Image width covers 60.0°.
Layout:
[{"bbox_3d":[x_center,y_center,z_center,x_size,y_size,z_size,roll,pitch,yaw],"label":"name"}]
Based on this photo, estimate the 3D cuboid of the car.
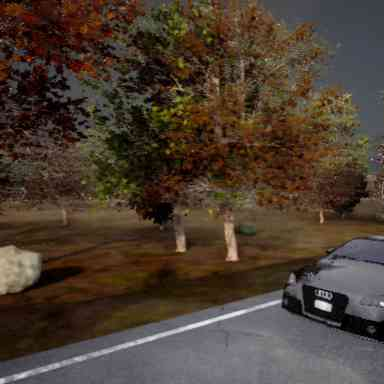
[{"bbox_3d":[3.641,1.566,6.282,4.181,1.385,1.994,0,0,-36],"label":"car"}]
